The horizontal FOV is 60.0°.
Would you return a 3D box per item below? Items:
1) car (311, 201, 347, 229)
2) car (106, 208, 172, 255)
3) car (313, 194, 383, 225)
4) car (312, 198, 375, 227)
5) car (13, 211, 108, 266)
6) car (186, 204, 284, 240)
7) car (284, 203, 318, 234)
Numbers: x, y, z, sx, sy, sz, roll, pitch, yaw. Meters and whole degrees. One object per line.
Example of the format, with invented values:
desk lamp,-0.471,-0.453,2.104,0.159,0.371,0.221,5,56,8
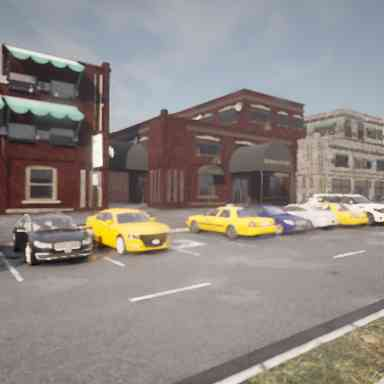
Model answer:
car,6.283,1.431,19.785,2.002,1.452,4.674,0,0,-35
car,-2.677,1.435,13.430,2.097,1.535,5.008,-1,0,-35
car,10.825,1.159,22.980,2.435,2.045,5.566,0,0,-35
car,8.435,1.395,21.545,1.946,1.575,5.366,0,0,-35
car,-5.045,1.457,11.749,2.231,1.521,4.892,-1,0,-35
car,1.748,1.398,16.794,1.946,1.575,5.366,0,0,-35
car,4.113,1.432,18.250,2.002,1.452,4.674,0,0,-35
